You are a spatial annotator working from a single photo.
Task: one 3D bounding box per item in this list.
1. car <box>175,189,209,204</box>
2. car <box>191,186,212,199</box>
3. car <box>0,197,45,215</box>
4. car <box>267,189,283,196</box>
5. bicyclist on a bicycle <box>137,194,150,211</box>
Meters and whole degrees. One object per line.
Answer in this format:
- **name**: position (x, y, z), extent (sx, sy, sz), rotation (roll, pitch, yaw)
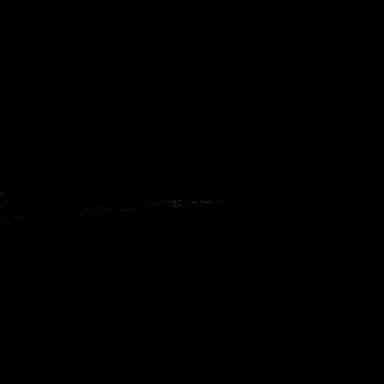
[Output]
- **car**: position (-0.201, 0.684, 43.591), extent (1.837, 1.490, 4.892), rotation (1, 2, 35)
- **car**: position (0.990, 0.166, 51.601), extent (2.150, 2.045, 5.566), rotation (1, 2, 36)
- **car**: position (-15.099, 1.143, 29.005), extent (1.994, 1.385, 4.181), rotation (1, 2, 35)
- **car**: position (16.874, 0.168, 67.629), extent (1.994, 1.385, 4.181), rotation (1, 2, 35)
- **bicyclist on a bicycle**: position (-4.491, 0.995, 30.825), extent (1.656, 1.620, 0.582), rotation (0, 1, 35)
